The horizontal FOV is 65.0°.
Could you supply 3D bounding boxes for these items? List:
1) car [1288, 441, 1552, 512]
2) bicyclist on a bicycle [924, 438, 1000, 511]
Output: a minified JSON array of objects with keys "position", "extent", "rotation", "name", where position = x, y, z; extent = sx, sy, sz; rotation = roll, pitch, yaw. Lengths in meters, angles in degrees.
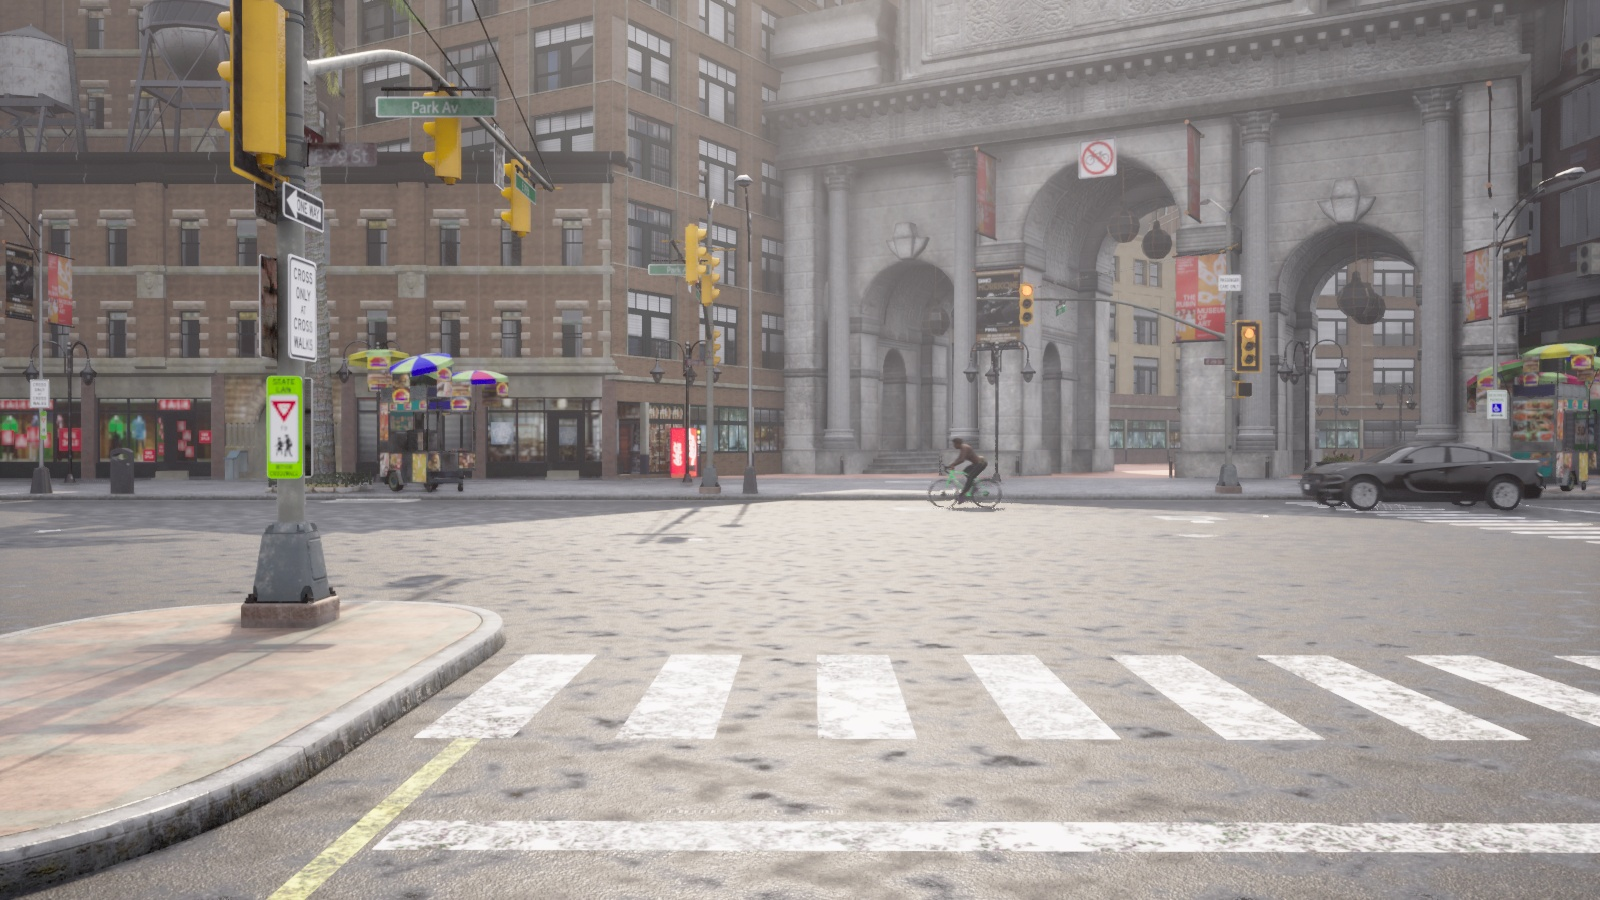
[{"position":[13.830,0.576,28.219],"extent":[5.008,1.535,1.882],"rotation":[0,0,1],"name":"car"},{"position":[3.647,0.542,28.363],"extent":[1.656,1.620,0.582],"rotation":[0,0,1],"name":"bicyclist on a bicycle"}]
